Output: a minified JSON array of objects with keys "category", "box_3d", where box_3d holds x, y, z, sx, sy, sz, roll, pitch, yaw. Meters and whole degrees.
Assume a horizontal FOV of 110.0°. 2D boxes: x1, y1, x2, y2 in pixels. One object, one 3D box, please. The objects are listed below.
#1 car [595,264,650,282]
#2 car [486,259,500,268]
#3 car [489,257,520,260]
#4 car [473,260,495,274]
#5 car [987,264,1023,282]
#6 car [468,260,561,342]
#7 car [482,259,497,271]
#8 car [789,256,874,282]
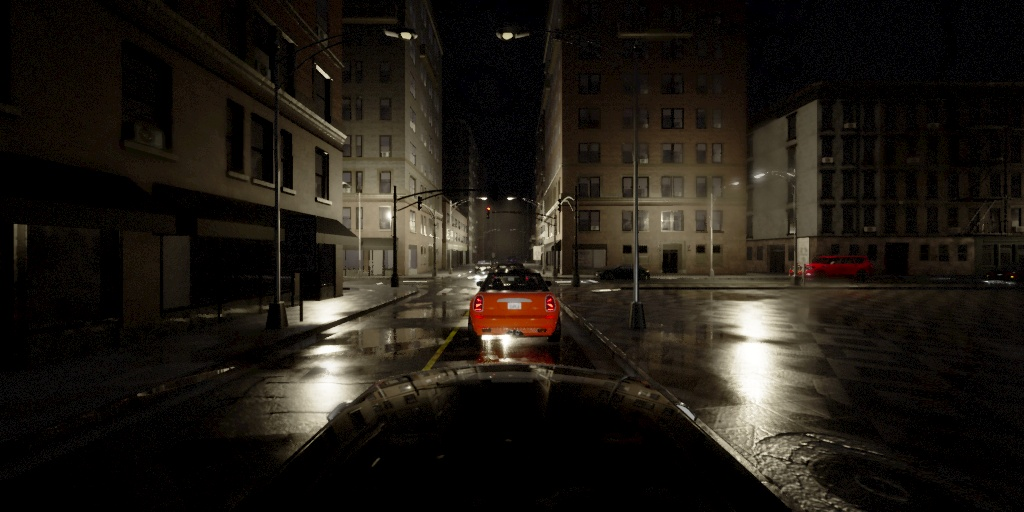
[{"category":"car","box_3d":[8.741,1.315,28.530,4.181,1.385,1.994,0,0,0]},{"category":"car","box_3d":[-3.199,1.295,61.742,2.033,1.411,5.357,0,0,0]},{"category":"car","box_3d":[-0.161,1.101,18.825,2.097,1.767,4.553,0,0,-3]},{"category":"car","box_3d":[-3.174,1.239,41.223,2.128,1.511,4.902,0,0,0]},{"category":"car","box_3d":[41.128,1.320,28.778,4.181,1.385,1.994,0,0,0]},{"category":"car","box_3d":[0.058,1.102,9.904,2.097,1.767,4.553,0,0,0]},{"category":"car","box_3d":[-3.179,1.252,51.470,1.837,1.490,4.892,0,0,0]},{"category":"car","box_3d":[25.490,0.978,28.676,5.566,2.045,2.150,0,0,0]}]
